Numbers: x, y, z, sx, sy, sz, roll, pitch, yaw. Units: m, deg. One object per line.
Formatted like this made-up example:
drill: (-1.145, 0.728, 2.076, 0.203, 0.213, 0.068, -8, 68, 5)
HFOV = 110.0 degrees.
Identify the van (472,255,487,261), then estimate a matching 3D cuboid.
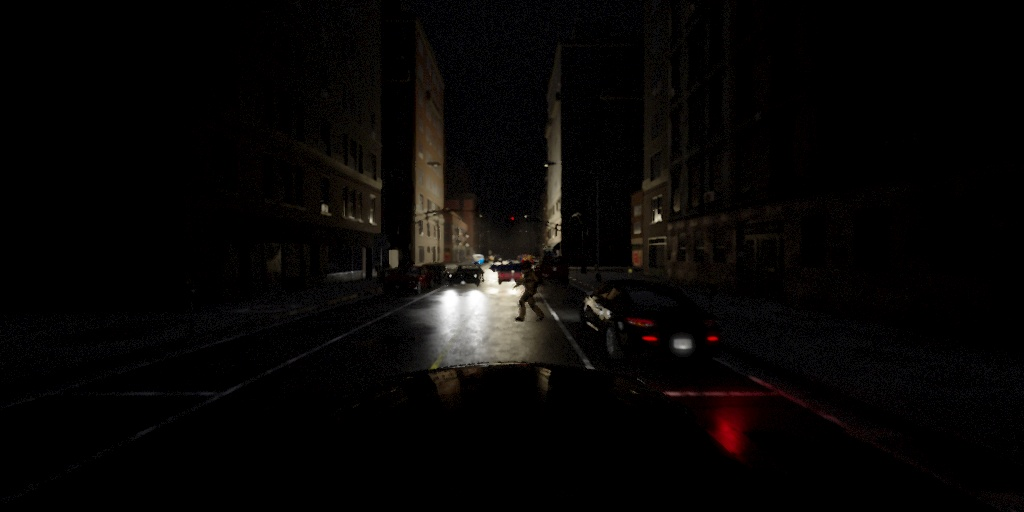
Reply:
van: (-5.361, 0.690, 56.540, 1.690, 1.789, 3.998, 0, 0, 0)

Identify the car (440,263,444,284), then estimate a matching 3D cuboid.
car: (-5.368, 1.151, 24.577, 1.948, 1.339, 4.313, 0, 0, 0)

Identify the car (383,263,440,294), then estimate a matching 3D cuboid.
car: (-5.372, 1.171, 19.066, 1.888, 1.381, 4.507, 0, 0, 0)

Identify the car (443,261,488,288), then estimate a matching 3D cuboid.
car: (-2.788, 1.200, 22.707, 1.895, 1.301, 4.718, 0, 0, 1)

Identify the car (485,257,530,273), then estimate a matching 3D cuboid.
car: (-0.293, 1.086, 37.465, 1.895, 1.301, 4.718, 0, 1, 37)

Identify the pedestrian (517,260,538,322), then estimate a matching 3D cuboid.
pedestrian: (0.454, 0.983, 10.343, 0.375, 1.860, 0.375, 0, 0, -14)

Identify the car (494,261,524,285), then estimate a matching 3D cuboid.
car: (0.030, 1.188, 24.276, 1.895, 1.301, 4.718, 0, 0, 0)

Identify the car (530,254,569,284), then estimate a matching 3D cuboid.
car: (2.657, 0.900, 24.571, 2.192, 1.841, 5.009, 0, 0, 0)

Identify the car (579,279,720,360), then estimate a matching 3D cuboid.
car: (2.756, 1.231, 8.081, 1.812, 1.442, 4.674, 0, 0, 0)

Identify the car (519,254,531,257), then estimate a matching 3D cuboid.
car: (2.756, 0.623, 61.941, 2.192, 1.841, 5.009, 0, 0, 0)
